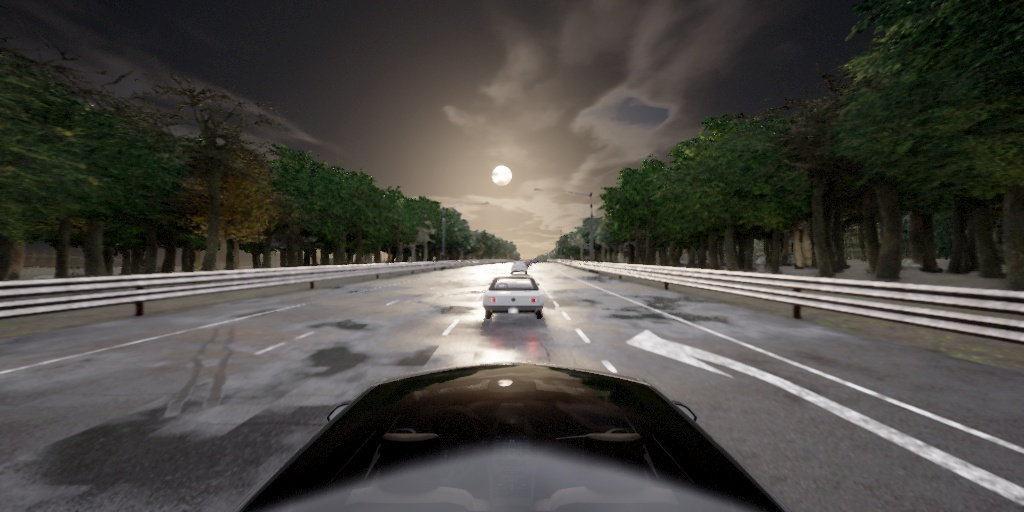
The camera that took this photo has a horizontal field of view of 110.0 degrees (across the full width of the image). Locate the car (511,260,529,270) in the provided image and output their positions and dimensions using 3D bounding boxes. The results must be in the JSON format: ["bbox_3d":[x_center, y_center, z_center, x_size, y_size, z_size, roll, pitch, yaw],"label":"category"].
[{"bbox_3d":[0.860,1.398,42.377,1.812,1.442,4.674,0,0,2],"label":"car"}]

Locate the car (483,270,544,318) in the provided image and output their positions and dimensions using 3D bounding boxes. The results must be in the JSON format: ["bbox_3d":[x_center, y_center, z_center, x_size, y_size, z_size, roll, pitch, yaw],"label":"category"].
[{"bbox_3d":[0.072,1.362,13.015,1.895,1.301,4.718,0,0,1],"label":"car"}]
